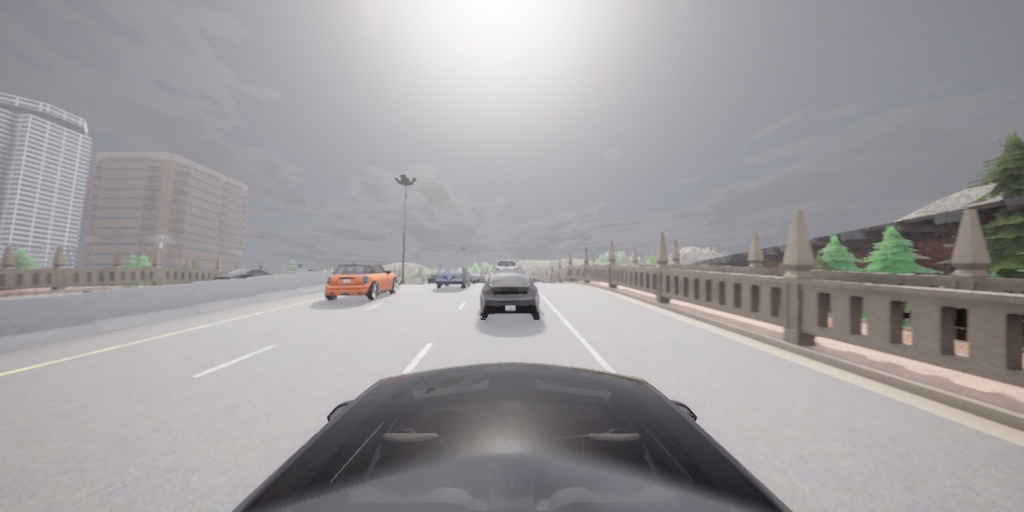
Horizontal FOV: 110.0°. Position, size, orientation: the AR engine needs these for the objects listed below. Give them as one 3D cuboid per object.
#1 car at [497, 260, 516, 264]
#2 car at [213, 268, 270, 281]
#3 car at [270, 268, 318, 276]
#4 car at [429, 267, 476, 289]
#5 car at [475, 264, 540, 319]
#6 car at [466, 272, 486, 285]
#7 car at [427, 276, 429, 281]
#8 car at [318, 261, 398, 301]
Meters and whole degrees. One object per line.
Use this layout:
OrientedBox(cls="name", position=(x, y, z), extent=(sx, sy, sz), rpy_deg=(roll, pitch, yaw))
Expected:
OrientedBox(cls="car", position=(-0.504, 1.486, 32.682), extent=(2.150, 2.045, 5.566), rpy_deg=(0, -4, -1))
OrientedBox(cls="car", position=(-21.608, 1.695, 29.031), extent=(1.882, 1.535, 5.008), rpy_deg=(0, -3, -1))
OrientedBox(cls="car", position=(-18.134, 1.806, 30.946), extent=(1.837, 1.490, 4.892), rpy_deg=(0, -4, -1))
OrientedBox(cls="car", position=(-3.830, 1.412, 24.070), extent=(2.033, 1.411, 5.357), rpy_deg=(0, -2, -1))
OrientedBox(cls="car", position=(-0.096, 1.224, 12.631), extent=(1.837, 1.490, 4.892), rpy_deg=(0, 0, -1))
OrientedBox(cls="car", position=(-4.191, 2.709, 42.256), extent=(1.994, 1.385, 4.181), rpy_deg=(0, -6, -1))
OrientedBox(cls="car", position=(-7.612, 2.368, 38.178), extent=(1.895, 1.301, 4.718), rpy_deg=(0, -5, -1))
OrientedBox(cls="car", position=(-7.202, 1.118, 17.657), extent=(2.097, 1.767, 4.553), rpy_deg=(0, 0, -1))
